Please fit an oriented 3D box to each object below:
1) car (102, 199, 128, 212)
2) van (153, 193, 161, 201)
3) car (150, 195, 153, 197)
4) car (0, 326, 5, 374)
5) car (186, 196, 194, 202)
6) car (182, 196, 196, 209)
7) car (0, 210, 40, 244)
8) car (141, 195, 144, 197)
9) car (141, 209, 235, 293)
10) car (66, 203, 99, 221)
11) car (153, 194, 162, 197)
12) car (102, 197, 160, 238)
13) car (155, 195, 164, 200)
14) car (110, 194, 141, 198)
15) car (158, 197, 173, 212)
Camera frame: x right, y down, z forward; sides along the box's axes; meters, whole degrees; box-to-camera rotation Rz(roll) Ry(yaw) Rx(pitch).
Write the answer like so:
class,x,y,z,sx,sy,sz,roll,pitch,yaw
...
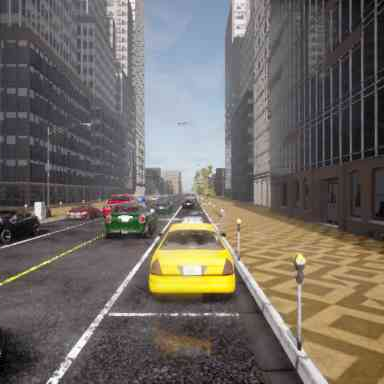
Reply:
class,x,y,z,sx,sy,sz,roll,pitch,yaw
car,-8.833,1.537,38.569,2.008,1.369,4.403,0,0,0
van,-8.831,1.286,84.106,1.690,1.788,3.998,0,0,0
car,-8.832,1.551,61.338,1.802,1.307,4.206,0,0,0
car,-3.051,1.504,1.852,1.837,1.490,4.892,0,0,0
car,-0.452,1.533,78.399,1.802,1.307,4.206,0,0,0
car,-0.452,1.548,44.248,1.947,1.339,4.313,0,0,0
car,-8.833,1.563,15.800,1.947,1.339,4.313,0,0,0
car,-8.833,1.523,49.953,1.887,1.381,4.507,0,0,0
car,0.004,1.456,8.839,1.801,1.575,5.366,0,0,0
car,-8.832,1.575,27.183,1.802,1.307,4.206,0,0,0
car,-8.832,1.391,78.413,1.967,1.590,4.097,0,0,0
car,-3.145,1.348,17.794,2.097,1.767,4.553,0,0,0
car,-8.832,1.504,89.799,1.947,1.339,4.313,0,0,0
car,-6.244,1.213,29.309,2.150,2.045,5.566,0,0,0
car,-3.049,1.552,35.195,1.994,1.385,4.181,0,0,0
